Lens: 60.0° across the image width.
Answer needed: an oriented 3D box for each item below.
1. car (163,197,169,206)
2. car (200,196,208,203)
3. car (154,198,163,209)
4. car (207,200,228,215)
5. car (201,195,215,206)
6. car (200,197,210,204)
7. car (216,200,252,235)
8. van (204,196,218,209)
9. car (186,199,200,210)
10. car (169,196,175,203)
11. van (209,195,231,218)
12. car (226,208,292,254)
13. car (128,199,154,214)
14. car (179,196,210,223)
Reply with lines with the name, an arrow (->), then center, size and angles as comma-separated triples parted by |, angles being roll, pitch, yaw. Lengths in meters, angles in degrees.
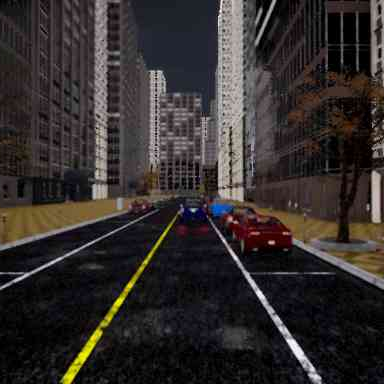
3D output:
car -> -5.682, 1.690, 58.599 | 2.008, 1.369, 4.403 | 1, 0, 0
car -> 2.700, 1.700, 75.716 | 1.752, 1.417, 4.829 | 1, 0, 0
car -> -5.682, 1.665, 47.314 | 2.008, 1.369, 4.403 | 1, 0, 0
car -> 2.698, 1.640, 36.056 | 2.008, 1.369, 4.403 | 1, 0, 0
car -> 2.701, 1.454, 58.623 | 2.192, 1.841, 5.009 | 1, 0, 0
car -> 2.699, 1.745, 69.905 | 1.802, 1.307, 4.206 | 1, 0, 0
car -> 2.699, 1.488, 19.133 | 1.967, 1.590, 4.097 | 0, 0, 0
van -> 2.701, 1.455, 47.340 | 1.690, 1.788, 3.998 | 1, 0, 0
car -> 0.101, 1.713, 46.477 | 1.895, 1.301, 4.718 | 0, 0, 0
car -> -5.682, 1.726, 75.528 | 2.008, 1.369, 4.403 | 1, 0, 0
van -> 2.700, 1.417, 30.415 | 1.690, 1.788, 3.998 | 1, 0, 0
car -> 2.697, 1.579, 13.491 | 1.887, 1.381, 4.507 | 0, 0, 0
car -> -5.681, 1.530, 36.029 | 1.967, 1.590, 4.097 | 1, 0, 0
car -> 0.101, 1.419, 26.631 | 2.097, 1.767, 4.553 | 0, 0, 0
